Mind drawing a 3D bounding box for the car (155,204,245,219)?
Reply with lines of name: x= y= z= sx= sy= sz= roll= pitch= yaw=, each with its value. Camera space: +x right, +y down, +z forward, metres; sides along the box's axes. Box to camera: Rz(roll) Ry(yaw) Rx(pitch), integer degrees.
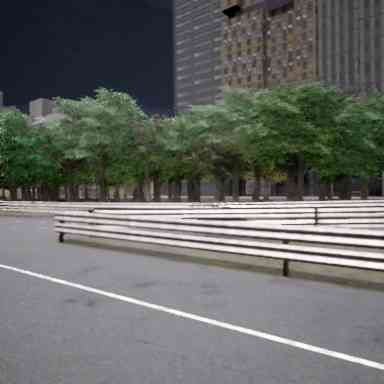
car: x=0.453 y=1.457 z=19.853 sx=5.357 sy=1.411 sz=2.033 roll=-1 pitch=0 yaw=13
